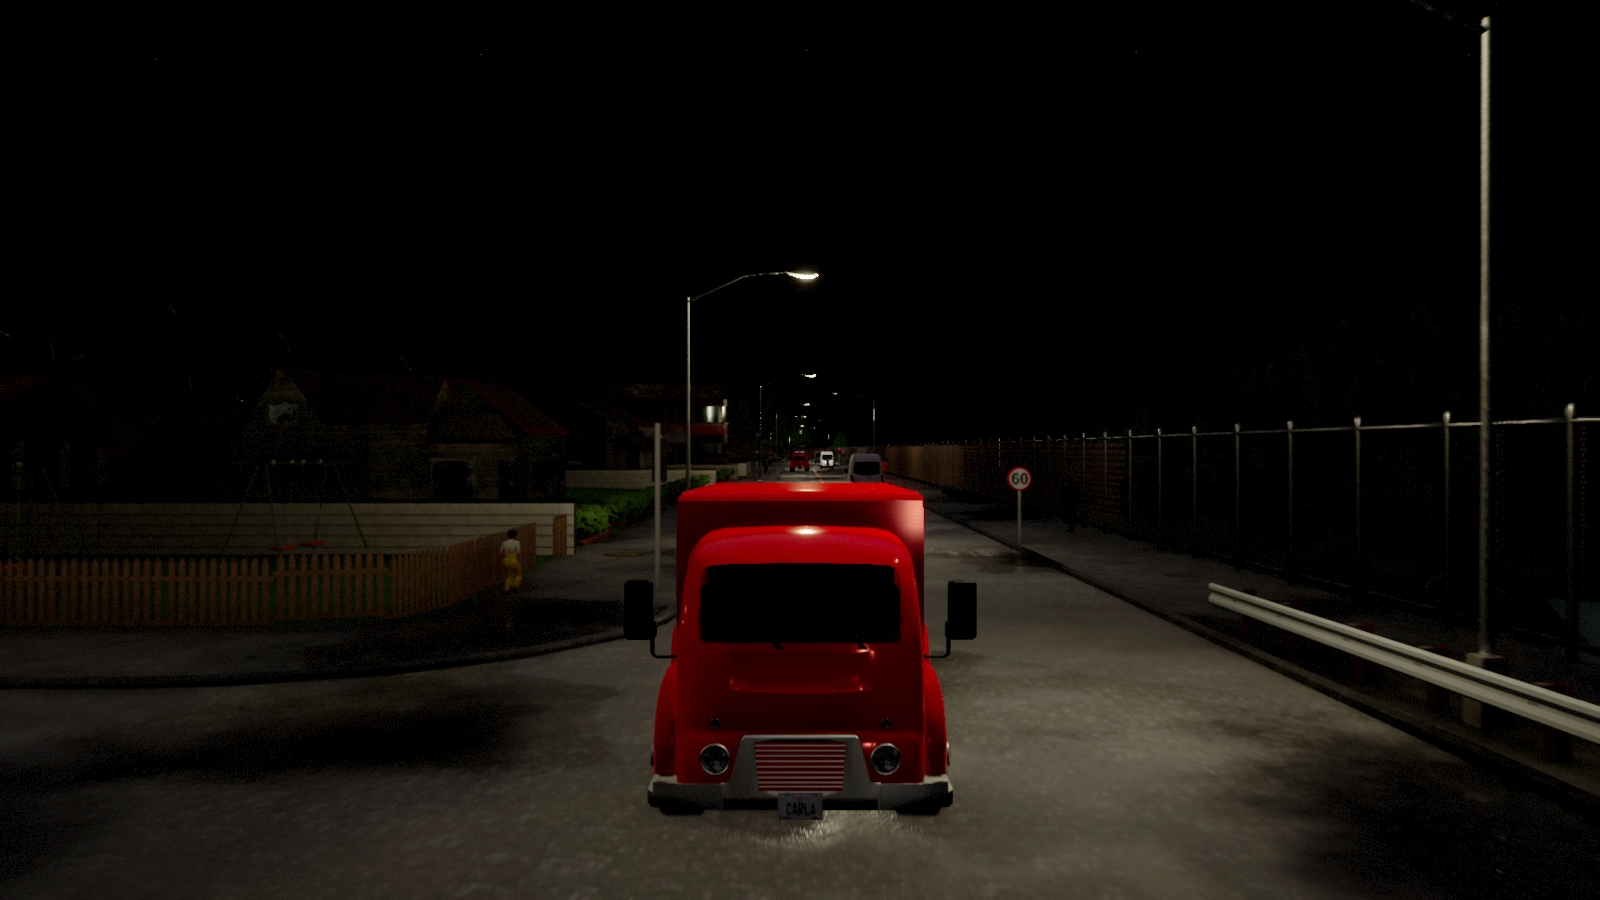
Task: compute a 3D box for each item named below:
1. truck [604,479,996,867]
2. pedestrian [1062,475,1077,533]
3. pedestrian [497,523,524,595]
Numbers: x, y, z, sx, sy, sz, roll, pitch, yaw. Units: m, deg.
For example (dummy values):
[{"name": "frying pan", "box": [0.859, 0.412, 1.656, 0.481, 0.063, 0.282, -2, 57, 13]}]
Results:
[{"name": "truck", "box": [0.001, 1.564, 10.279, 2.627, 2.467, 5.204, 0, 0, 0]}, {"name": "pedestrian", "box": [8.709, 1.740, 36.867, 0.375, 1.860, 0.375, 0, 0, -4]}, {"name": "pedestrian", "box": [-5.373, 2.023, 21.226, 0.375, 1.300, 0.375, 0, 0, 9]}]
